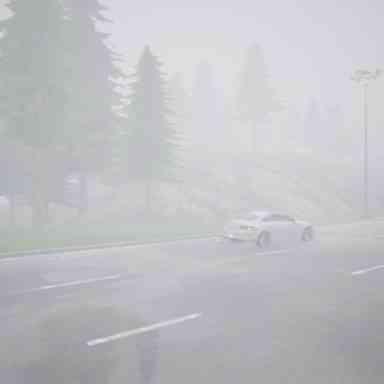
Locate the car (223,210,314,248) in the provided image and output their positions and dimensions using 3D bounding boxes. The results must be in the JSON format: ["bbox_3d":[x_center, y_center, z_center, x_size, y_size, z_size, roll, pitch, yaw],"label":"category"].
[{"bbox_3d":[3.448,1.545,14.803,4.674,1.442,1.812,0,0,-35],"label":"car"}]
